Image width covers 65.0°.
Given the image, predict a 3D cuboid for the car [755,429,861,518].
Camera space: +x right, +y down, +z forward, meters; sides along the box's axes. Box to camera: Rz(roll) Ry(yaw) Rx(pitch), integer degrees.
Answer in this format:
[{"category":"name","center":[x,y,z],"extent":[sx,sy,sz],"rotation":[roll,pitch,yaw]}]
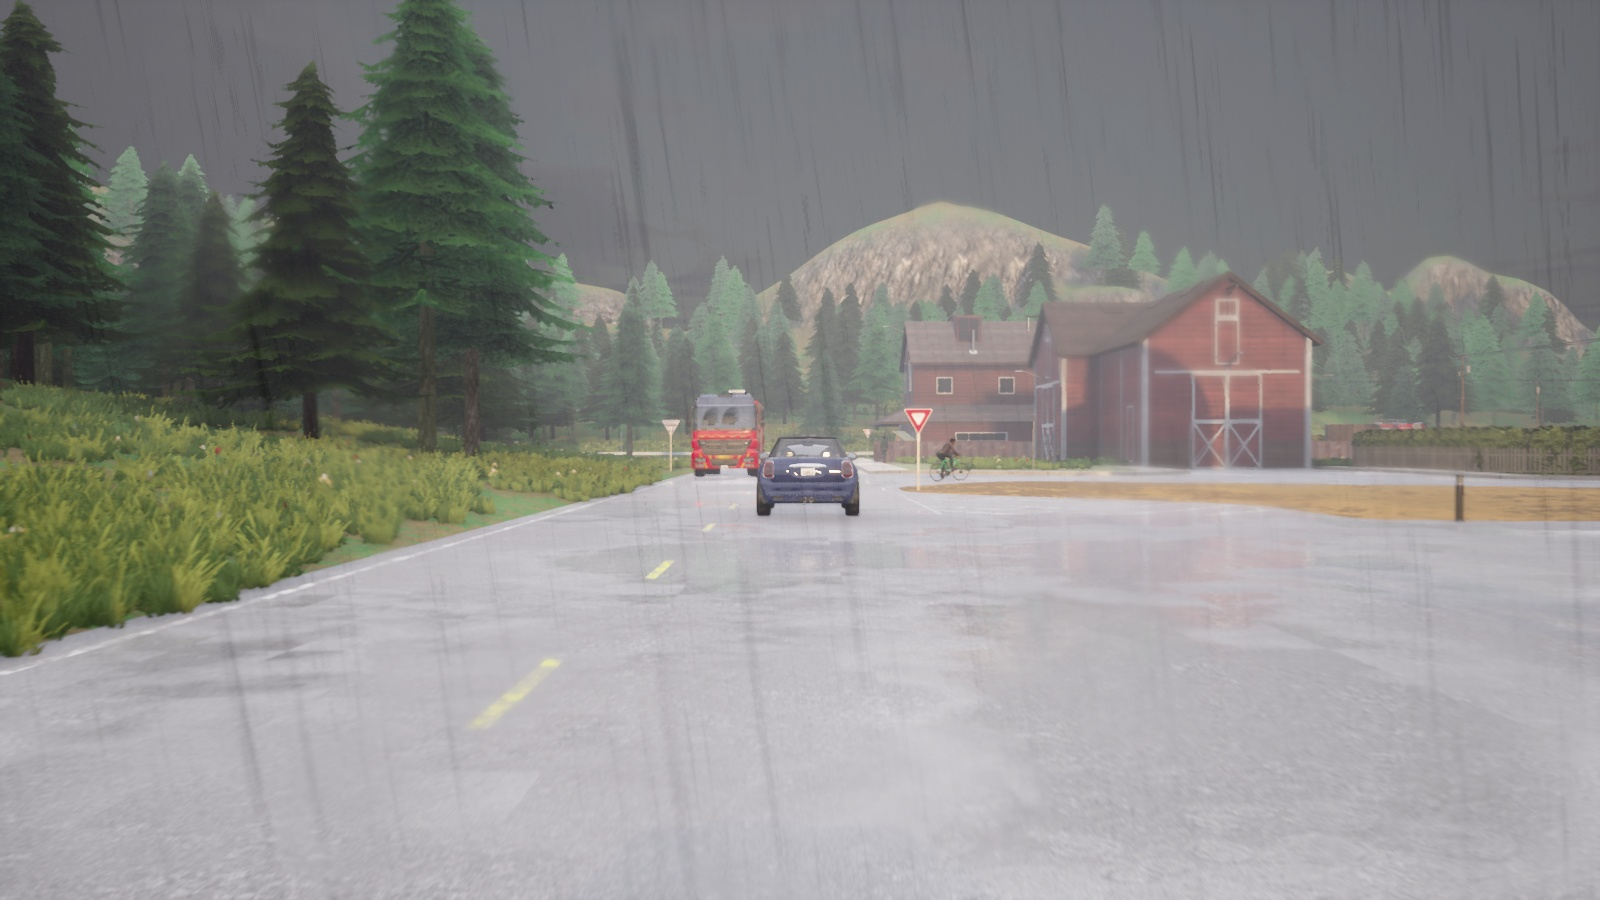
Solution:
[{"category":"car","center":[0.169,0.453,27.036],"extent":[2.097,1.767,4.553],"rotation":[0,0,0]}]

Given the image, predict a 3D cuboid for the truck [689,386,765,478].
[{"category":"truck","center":[-3.163,-0.749,56.745],"extent":[2.891,3.827,8.468],"rotation":[0,0,0]}]

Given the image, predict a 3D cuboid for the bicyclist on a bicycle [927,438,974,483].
[{"category":"bicyclist on a bicycle","center":[5.641,0.384,47.148],"extent":[1.656,1.620,0.582],"rotation":[-1,1,-21]}]
